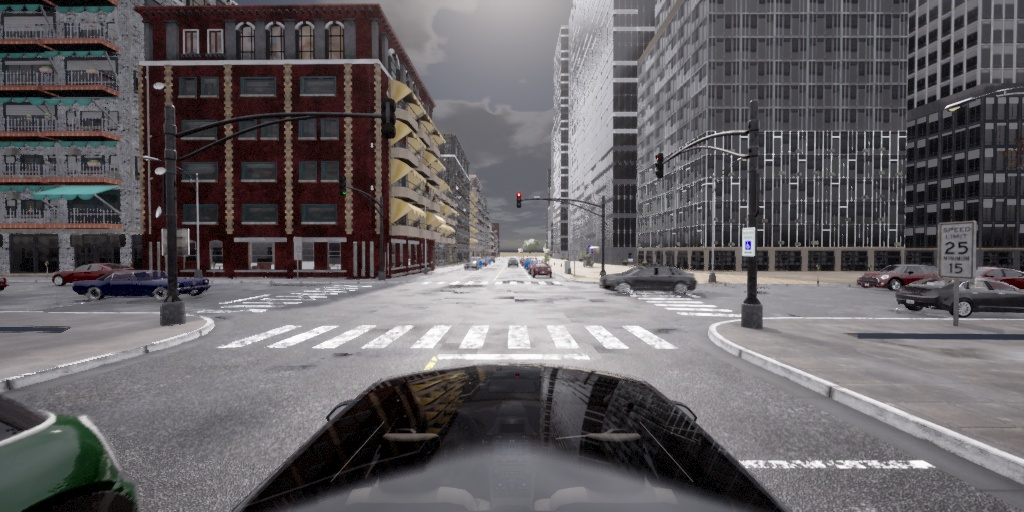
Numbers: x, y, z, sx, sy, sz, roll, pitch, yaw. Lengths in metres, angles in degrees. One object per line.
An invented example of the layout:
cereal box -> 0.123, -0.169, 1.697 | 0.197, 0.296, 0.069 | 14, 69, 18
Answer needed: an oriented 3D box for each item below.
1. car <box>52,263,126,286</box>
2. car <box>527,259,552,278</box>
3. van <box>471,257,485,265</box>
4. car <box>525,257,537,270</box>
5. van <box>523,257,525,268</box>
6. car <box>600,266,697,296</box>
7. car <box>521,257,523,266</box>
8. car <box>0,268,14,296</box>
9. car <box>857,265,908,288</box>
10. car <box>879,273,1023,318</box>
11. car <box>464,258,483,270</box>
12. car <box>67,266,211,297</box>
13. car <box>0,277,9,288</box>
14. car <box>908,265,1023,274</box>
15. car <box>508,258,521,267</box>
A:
car -> -25.811, 1.109, 22.368 | 4.507, 1.381, 1.888 | 0, 0, 1
car -> 2.727, 1.270, 33.414 | 1.888, 1.381, 4.507 | 0, 0, 0
van -> -5.572, 1.033, 55.983 | 1.690, 1.789, 3.998 | 0, 0, 0
car -> 2.739, 1.157, 39.060 | 1.967, 1.591, 4.097 | 0, 0, 0
van -> 2.765, 1.042, 50.352 | 1.690, 1.789, 3.998 | 0, 0, 0
car -> 7.195, 1.260, 19.141 | 4.892, 1.490, 1.837 | 1, 1, 1
car -> 2.777, 1.238, 55.998 | 1.888, 1.381, 4.507 | 0, 0, 0
car -> -26.522, 1.254, 16.475 | 4.718, 1.301, 1.895 | 0, 1, 1
car -> 23.418, 1.229, 21.609 | 4.097, 1.591, 1.967 | 0, 0, 1
car -> 16.740, 1.445, 13.076 | 4.403, 1.370, 2.007 | 0, 0, 1
car -> -5.584, 1.267, 50.337 | 1.948, 1.339, 4.313 | 0, 0, 0
car -> -16.643, 1.299, 16.315 | 4.718, 1.301, 1.895 | 0, 1, 1
car -> -22.597, 1.259, 13.704 | 4.507, 1.381, 1.888 | 0, 0, 1
car -> 24.557, 1.315, 18.857 | 5.008, 1.535, 1.882 | 0, 1, 1
car -> 0.238, 1.279, 64.056 | 1.895, 1.301, 4.718 | 0, 0, 0
